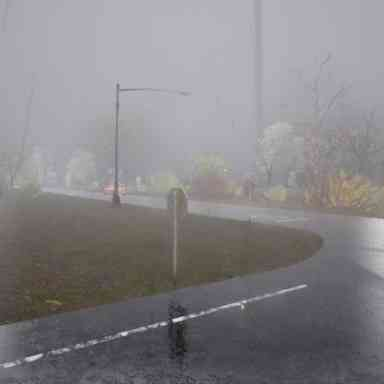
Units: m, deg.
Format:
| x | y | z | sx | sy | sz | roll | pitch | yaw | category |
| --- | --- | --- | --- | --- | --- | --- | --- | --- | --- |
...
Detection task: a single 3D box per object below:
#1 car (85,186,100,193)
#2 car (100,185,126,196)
| x | y | z | sx | sy | sz | roll | pitch | yaw | category |
| --- | --- | --- | --- | --- | --- | --- | --- | --- | --- |
| -17.778 | -0.445 | 59.823 | 1.895 | 1.301 | 4.718 | 0 | 2 | -36 | car |
| -12.142 | -0.383 | 51.978 | 2.097 | 1.767 | 4.553 | 0 | 2 | -36 | car |
